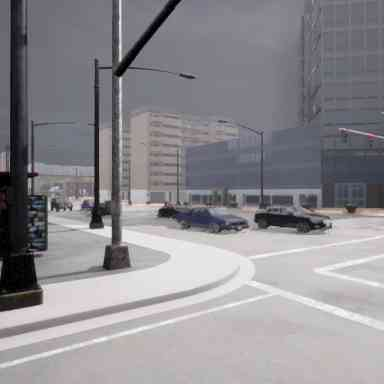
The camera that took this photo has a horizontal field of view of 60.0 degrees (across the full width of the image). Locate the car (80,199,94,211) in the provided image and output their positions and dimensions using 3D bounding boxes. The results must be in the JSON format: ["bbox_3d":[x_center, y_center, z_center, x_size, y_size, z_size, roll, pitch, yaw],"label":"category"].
[{"bbox_3d":[-14.511,1.891,48.137,2.097,1.767,4.553,0,-1,-36],"label":"car"}]

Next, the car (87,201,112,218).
[{"bbox_3d":[-8.814,1.890,34.227,1.994,1.385,4.181,0,-1,-36],"label":"car"}]

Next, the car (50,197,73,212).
[{"bbox_3d":[-19.127,1.802,48.591,2.150,2.045,5.566,0,-1,-36],"label":"car"}]

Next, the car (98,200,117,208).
[{"bbox_3d":[-15.863,2.281,62.138,1.994,1.385,4.181,0,-1,-36],"label":"car"}]

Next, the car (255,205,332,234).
[{"bbox_3d":[5.898,1.567,19.947,2.128,1.511,4.902,0,-1,-37],"label":"car"}]

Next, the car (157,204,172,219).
[{"bbox_3d":[-1.475,1.777,30.070,1.994,1.385,4.181,0,-1,-36],"label":"car"}]

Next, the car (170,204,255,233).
[{"bbox_3d":[1.077,1.653,20.594,2.033,1.411,5.357,0,-1,-36],"label":"car"}]
